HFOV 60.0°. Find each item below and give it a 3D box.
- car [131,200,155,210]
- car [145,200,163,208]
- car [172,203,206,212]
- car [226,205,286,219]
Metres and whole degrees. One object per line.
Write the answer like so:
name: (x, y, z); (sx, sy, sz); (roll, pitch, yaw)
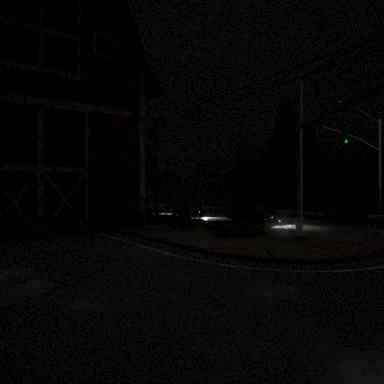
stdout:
car: (-7.471, 1.886, 50.625); (1.994, 1.385, 4.181); (0, 0, -34)
car: (-5.385, 1.867, 41.056); (1.895, 1.301, 4.718); (0, 0, -34)
car: (-0.398, 1.785, 33.793); (1.994, 1.385, 4.181); (0, 0, -34)
car: (4.823, 1.721, 26.182); (2.033, 1.411, 5.357); (0, 0, -34)
